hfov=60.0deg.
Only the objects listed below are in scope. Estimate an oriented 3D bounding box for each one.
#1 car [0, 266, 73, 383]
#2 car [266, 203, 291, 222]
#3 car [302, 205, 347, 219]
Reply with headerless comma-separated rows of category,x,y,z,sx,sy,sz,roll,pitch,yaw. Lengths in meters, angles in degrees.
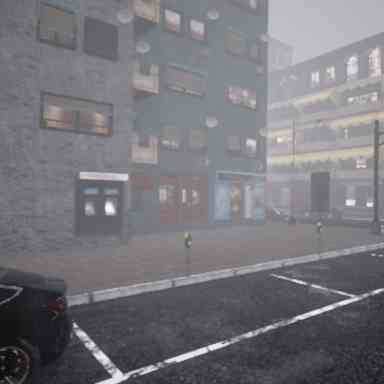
car,-3.526,1.559,3.532,4.313,1.339,1.947,1,0,-36
car,6.468,1.676,28.336,1.967,1.590,4.097,1,-1,-36
car,13.066,1.936,33.096,2.008,1.369,4.403,1,-1,-36
